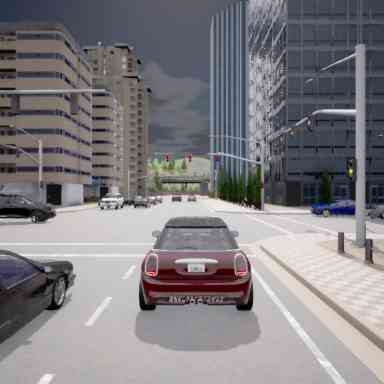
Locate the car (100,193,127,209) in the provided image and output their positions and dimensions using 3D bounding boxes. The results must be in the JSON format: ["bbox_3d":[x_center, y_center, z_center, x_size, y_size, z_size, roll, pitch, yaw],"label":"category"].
[{"bbox_3d":[-10.601,1.222,44.433,2.150,2.045,5.566,0,0,0],"label":"car"}]

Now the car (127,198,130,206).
[{"bbox_3d":[-10.594,1.601,54.201,1.895,1.301,4.718,0,0,0],"label":"car"}]

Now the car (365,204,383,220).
[{"bbox_3d":[16.279,1.436,26.314,4.902,1.511,2.128,0,0,0],"label":"car"}]

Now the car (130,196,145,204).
[{"bbox_3d":[-10.542,1.491,64.578,2.128,1.511,4.902,0,0,1],"label":"car"}]

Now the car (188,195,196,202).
[{"bbox_3d":[-0.004,1.547,75.812,1.994,1.385,4.181,0,0,0],"label":"car"}]

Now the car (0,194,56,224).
[{"bbox_3d":[-12.832,1.191,23.938,5.566,2.045,2.150,0,1,-15],"label":"car"}]

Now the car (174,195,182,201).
[{"bbox_3d":[-3.504,1.509,84.305,2.033,1.411,5.357,0,0,0],"label":"car"}]

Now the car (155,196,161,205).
[{"bbox_3d":[-7.083,1.491,57.459,2.128,1.511,4.902,0,0,0],"label":"car"}]

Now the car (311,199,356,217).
[{"bbox_3d":[13.292,1.422,29.837,5.008,1.535,1.882,0,0,1],"label":"car"}]

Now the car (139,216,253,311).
[{"bbox_3d":[0.082,1.352,7.940,2.097,1.767,4.553,0,0,0],"label":"car"}]

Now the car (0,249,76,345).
[{"bbox_3d":[-3.434,1.547,4.742,2.033,1.411,5.357,0,0,0],"label":"car"}]

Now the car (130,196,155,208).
[{"bbox_3d":[-7.101,1.547,47.946,2.033,1.411,5.357,0,0,0],"label":"car"}]

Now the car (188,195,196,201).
[{"bbox_3d":[-0.004,1.493,84.305,1.812,1.442,4.674,0,0,0],"label":"car"}]

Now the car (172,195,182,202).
[{"bbox_3d":[-3.503,1.470,74.695,1.882,1.535,5.008,0,0,0],"label":"car"}]

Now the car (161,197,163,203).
[{"bbox_3d":[-7.016,1.491,67.708,2.128,1.511,4.902,0,0,0],"label":"car"}]
